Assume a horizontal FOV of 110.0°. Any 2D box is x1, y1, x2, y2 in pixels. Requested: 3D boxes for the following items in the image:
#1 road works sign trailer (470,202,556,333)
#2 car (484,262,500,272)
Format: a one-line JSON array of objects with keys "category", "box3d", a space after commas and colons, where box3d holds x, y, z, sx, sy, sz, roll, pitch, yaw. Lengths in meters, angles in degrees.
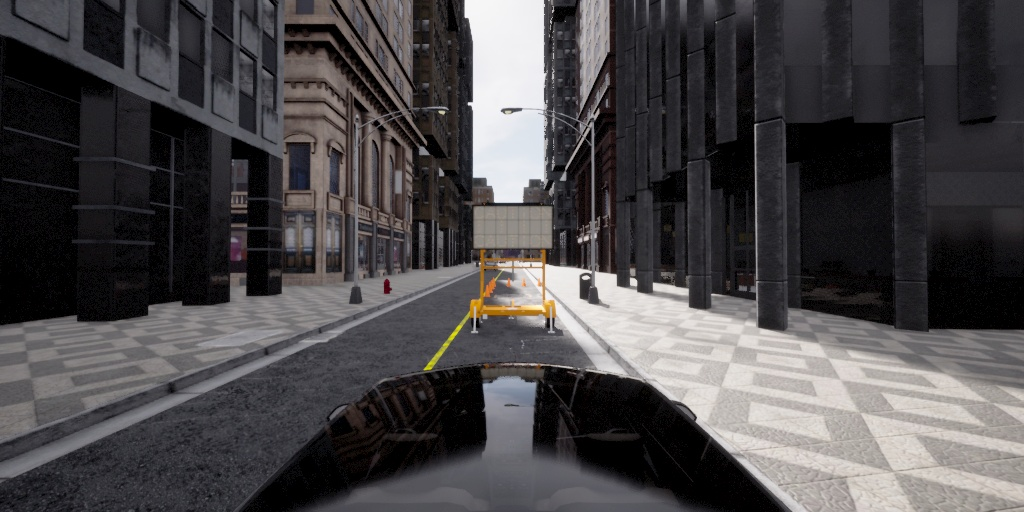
[{"category": "road works sign trailer", "box3d": [0.029, 0.217, 10.712, 2.380, 3.560, 2.880, 0, 0, 0]}, {"category": "car", "box3d": [-2.857, 1.396, 45.881, 1.895, 1.301, 4.718, 0, 0, 0]}]
